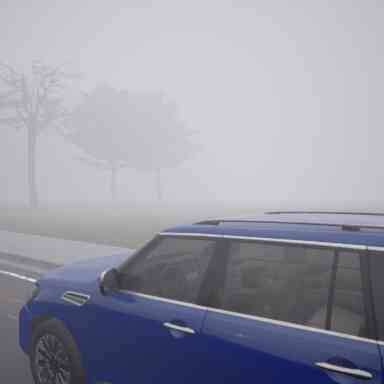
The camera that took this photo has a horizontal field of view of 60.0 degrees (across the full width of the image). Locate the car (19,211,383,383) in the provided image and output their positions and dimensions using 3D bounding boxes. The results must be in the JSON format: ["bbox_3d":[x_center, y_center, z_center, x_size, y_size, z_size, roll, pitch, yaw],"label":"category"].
[{"bbox_3d":[0.588,1.221,3.273,5.566,2.045,2.150,0,0,35],"label":"car"}]
